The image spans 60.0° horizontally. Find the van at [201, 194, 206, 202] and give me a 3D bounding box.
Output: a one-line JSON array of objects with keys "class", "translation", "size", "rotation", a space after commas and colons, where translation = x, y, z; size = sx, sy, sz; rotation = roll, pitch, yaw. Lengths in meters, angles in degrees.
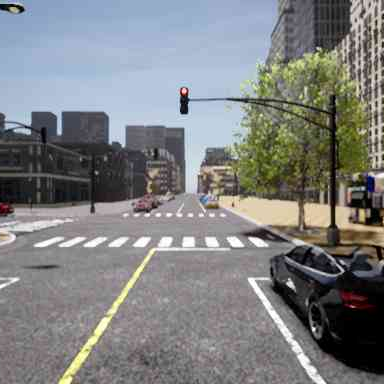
[{"class": "van", "translation": [2.686, 1.314, 49.749], "size": [1.690, 1.788, 3.998], "rotation": [0, 0, 0]}]

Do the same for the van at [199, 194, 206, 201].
[{"class": "van", "translation": [2.681, 1.299, 83.055], "size": [1.690, 1.788, 3.998], "rotation": [0, 0, 0]}]

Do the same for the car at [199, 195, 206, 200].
[{"class": "car", "translation": [2.679, 1.480, 88.776], "size": [1.752, 1.417, 4.829], "rotation": [0, 0, 0]}]

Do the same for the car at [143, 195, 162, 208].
[{"class": "car", "translation": [-5.693, 1.291, 44.194], "size": [2.192, 1.841, 5.009], "rotation": [0, 0, 0]}]

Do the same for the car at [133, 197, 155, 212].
[{"class": "car", "translation": [-5.693, 1.561, 38.643], "size": [1.802, 1.307, 4.206], "rotation": [0, 0, 0]}]

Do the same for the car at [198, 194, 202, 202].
[{"class": "car", "translation": [2.683, 1.519, 60.851], "size": [2.008, 1.369, 4.403], "rotation": [0, 0, 0]}]

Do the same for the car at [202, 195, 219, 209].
[{"class": "car", "translation": [2.686, 1.501, 44.368], "size": [1.752, 1.417, 4.829], "rotation": [0, 0, 0]}]

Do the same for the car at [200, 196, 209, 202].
[{"class": "car", "translation": [2.681, 1.529, 71.953], "size": [1.947, 1.339, 4.313], "rotation": [0, 0, 0]}]

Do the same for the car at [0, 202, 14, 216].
[{"class": "car", "translation": [-17.273, 1.354, 27.644], "size": [4.507, 1.381, 1.887], "rotation": [1, -1, -1]}]

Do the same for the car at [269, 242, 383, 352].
[{"class": "car", "translation": [2.693, 1.562, 6.169], "size": [1.947, 1.339, 4.313], "rotation": [0, 0, 0]}]

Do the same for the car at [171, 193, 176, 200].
[{"class": "car", "translation": [-5.701, 1.508, 83.051], "size": [2.008, 1.369, 4.403], "rotation": [0, 0, 0]}]

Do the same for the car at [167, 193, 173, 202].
[{"class": "car", "translation": [-5.699, 1.488, 71.779], "size": [1.752, 1.417, 4.829], "rotation": [0, 0, 0]}]

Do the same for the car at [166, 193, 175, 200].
[{"class": "car", "translation": [-5.701, 1.270, 88.602], "size": [2.192, 1.841, 5.009], "rotation": [0, 0, 0]}]

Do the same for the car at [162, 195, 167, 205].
[{"class": "car", "translation": [-5.696, 1.521, 55.296], "size": [2.008, 1.369, 4.403], "rotation": [0, 0, 0]}]
